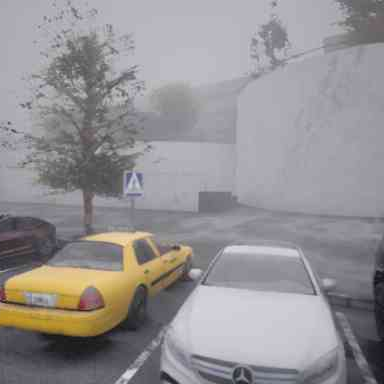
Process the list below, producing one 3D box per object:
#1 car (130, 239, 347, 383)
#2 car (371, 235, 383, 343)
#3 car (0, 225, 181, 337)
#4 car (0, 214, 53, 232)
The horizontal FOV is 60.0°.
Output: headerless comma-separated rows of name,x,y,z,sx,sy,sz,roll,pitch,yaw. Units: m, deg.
car,1.043,1.521,5.060,2.002,1.452,4.674,1,0,15
car,3.486,1.242,3.284,2.435,2.045,5.566,1,0,16
car,-1.362,1.466,6.981,1.946,1.575,5.366,0,-1,16
car,-6.299,1.460,10.260,2.163,1.488,4.792,1,0,15
